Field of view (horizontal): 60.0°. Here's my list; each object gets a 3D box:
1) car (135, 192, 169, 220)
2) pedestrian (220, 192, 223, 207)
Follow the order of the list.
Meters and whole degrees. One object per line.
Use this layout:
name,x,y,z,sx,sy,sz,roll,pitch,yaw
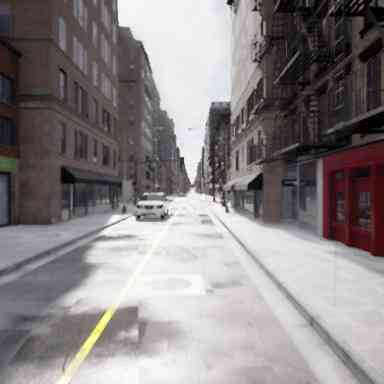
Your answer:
car,-3.086,1.046,26.667,2.150,2.045,5.566,0,0,0
pedestrian,3.636,0.866,40.867,0.375,1.860,0.375,0,0,0
